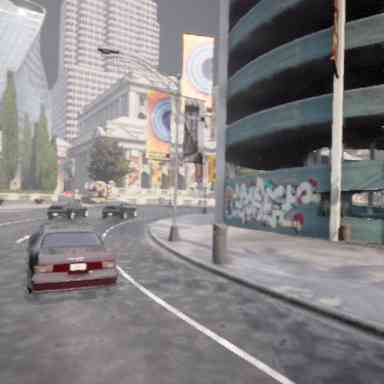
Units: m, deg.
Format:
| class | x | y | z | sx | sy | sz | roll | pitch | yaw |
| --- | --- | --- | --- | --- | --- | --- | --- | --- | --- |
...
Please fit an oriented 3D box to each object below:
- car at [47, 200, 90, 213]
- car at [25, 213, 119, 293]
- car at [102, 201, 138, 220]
| class | x | y | z | sx | sy | sz | roll | pitch | yaw |
| --- | --- | --- | --- | --- | --- | --- | --- | --- | --- |
| car | -9.879 | 1.432 | 26.897 | 1.837 | 1.490 | 4.892 | 1 | -1 | 4 |
| car | -3.359 | 1.521 | 8.877 | 2.033 | 1.411 | 5.357 | 2 | 0 | -26 |
| car | -6.160 | 1.557 | 28.835 | 1.837 | 1.490 | 4.892 | 1 | -1 | 8 |
